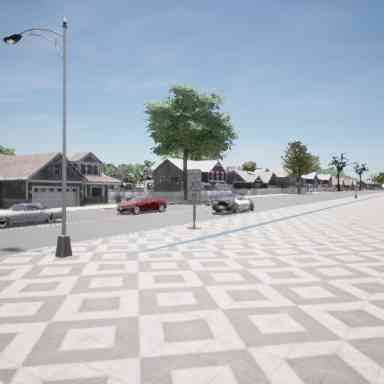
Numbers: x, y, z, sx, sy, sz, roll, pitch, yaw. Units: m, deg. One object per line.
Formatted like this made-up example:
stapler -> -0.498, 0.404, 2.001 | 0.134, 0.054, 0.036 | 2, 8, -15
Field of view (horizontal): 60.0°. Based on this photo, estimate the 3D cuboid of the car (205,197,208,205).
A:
car -> 3.435, 0.794, 39.774 | 2.128, 1.511, 4.902 | 0, 1, 35

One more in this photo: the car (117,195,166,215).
car -> -4.285, 1.029, 28.833 | 1.882, 1.535, 5.008 | 0, 1, 35

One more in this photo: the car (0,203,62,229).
car -> -10.327, 1.352, 20.243 | 1.895, 1.301, 4.718 | 0, 1, 35

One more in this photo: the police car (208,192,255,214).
police car -> 3.772, 1.016, 28.817 | 2.038, 1.542, 4.974 | 0, 1, 35
